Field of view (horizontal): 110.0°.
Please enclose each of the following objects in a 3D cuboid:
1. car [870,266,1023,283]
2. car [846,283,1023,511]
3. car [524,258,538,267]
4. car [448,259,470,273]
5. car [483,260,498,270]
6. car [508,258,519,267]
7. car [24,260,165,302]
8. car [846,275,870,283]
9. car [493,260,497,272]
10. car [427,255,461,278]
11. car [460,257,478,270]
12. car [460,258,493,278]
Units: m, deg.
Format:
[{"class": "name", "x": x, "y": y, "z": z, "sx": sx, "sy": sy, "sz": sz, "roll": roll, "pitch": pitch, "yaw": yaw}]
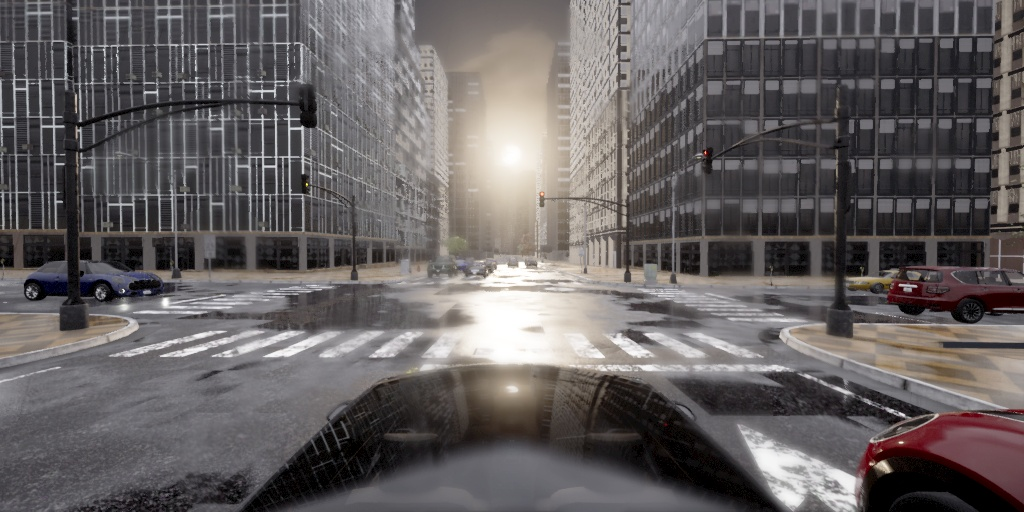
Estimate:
[{"class": "car", "x": 16.227, "y": 1.281, "z": 12.505, "sx": 5.009, "sy": 1.841, "sz": 2.192, "roll": 0, "pitch": 0, "yaw": 1}, {"class": "car", "x": 3.253, "y": 1.103, "z": 0.394, "sx": 2.097, "sy": 1.767, "sz": 4.553, "roll": 0, "pitch": 0, "yaw": 0}, {"class": "car", "x": 3.464, "y": 1.303, "z": 63.364, "sx": 1.895, "sy": 1.301, "sz": 4.718, "roll": 0, "pitch": 0, "yaw": 0}, {"class": "car", "x": -6.453, "y": 1.201, "z": 44.134, "sx": 1.882, "sy": 1.535, "sz": 5.008, "roll": 0, "pitch": 0, "yaw": 0}, {"class": "car", "x": -3.163, "y": 1.261, "z": 53.911, "sx": 2.033, "sy": 1.411, "sz": 5.357, "roll": 0, "pitch": 0, "yaw": 0}, {"class": "car", "x": 0.214, "y": 1.267, "z": 63.346, "sx": 1.994, "sy": 1.385, "sz": 4.181, "roll": 0, "pitch": 0, "yaw": 0}, {"class": "car", "x": -18.148, "y": 0.971, "z": 15.731, "sx": 4.553, "sy": 1.767, "sz": 2.097, "roll": 1, "pitch": 1, "yaw": 3}, {"class": "car", "x": 21.866, "y": 1.409, "z": 20.771, "sx": 4.829, "sy": 1.417, "sz": 1.751, "roll": 0, "pitch": 0, "yaw": 1}, {"class": "car", "x": -3.208, "y": 1.325, "z": 43.207, "sx": 1.895, "sy": 1.301, "sz": 4.718, "roll": 0, "pitch": 0, "yaw": 0}, {"class": "car", "x": -6.479, "y": 0.954, "z": 34.169, "sx": 2.150, "sy": 2.045, "sz": 5.566, "roll": 0, "pitch": 0, "yaw": 0}, {"class": "car", "x": -6.410, "y": 1.065, "z": 53.802, "sx": 2.097, "sy": 1.767, "sz": 4.553, "roll": 0, "pitch": 0, "yaw": 0}, {"class": "car", "x": -3.238, "y": 1.224, "z": 33.926, "sx": 2.128, "sy": 1.511, "sz": 4.902, "roll": 0, "pitch": 0, "yaw": 1}]
